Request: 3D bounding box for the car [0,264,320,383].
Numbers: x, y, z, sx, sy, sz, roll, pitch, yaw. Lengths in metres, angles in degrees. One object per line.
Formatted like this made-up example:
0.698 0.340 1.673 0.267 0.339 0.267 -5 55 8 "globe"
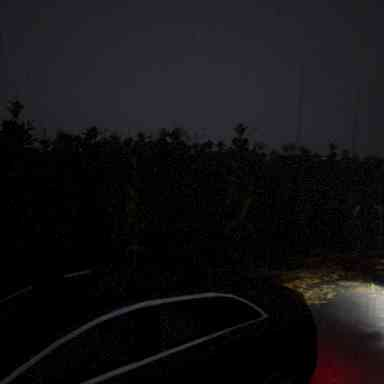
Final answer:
-0.907 1.503 2.845 4.902 1.511 2.128 0 0 -36 "car"
